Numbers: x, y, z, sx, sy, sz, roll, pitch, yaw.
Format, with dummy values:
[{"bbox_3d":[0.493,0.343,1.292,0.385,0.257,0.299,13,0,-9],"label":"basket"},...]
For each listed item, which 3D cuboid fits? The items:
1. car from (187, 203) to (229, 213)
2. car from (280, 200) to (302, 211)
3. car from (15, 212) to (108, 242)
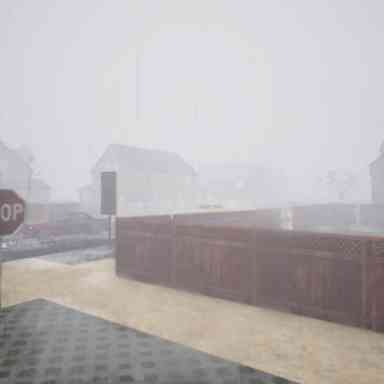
[{"bbox_3d":[1.455,1.707,28.944,1.882,1.535,5.008,0,0,35],"label":"car"},{"bbox_3d":[13.868,1.869,46.285,2.128,1.511,4.902,0,-1,36],"label":"car"},{"bbox_3d":[-6.727,1.744,17.457,1.895,1.301,4.718,0,0,36],"label":"car"}]
